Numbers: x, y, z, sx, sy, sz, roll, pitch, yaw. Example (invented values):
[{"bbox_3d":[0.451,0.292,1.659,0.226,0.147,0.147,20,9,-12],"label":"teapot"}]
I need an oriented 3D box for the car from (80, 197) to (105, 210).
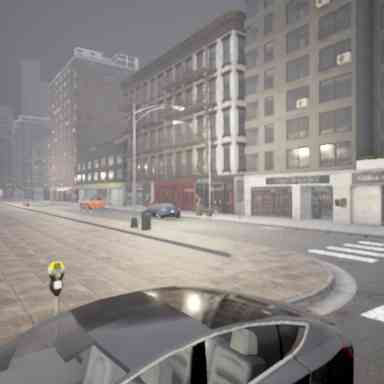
[{"bbox_3d":[-13.123,1.429,43.612,2.097,1.767,4.553,0,0,-35],"label":"car"}]

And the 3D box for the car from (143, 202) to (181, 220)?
[{"bbox_3d":[-2.751,1.590,28.986,1.994,1.385,4.181,0,0,-35],"label":"car"}]

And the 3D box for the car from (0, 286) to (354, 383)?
[{"bbox_3d":[-0.534,1.564,2.429,4.313,1.339,1.947,0,0,-35],"label":"car"}]
